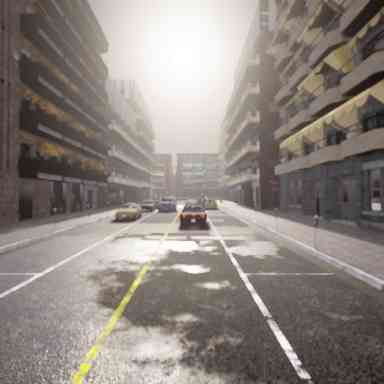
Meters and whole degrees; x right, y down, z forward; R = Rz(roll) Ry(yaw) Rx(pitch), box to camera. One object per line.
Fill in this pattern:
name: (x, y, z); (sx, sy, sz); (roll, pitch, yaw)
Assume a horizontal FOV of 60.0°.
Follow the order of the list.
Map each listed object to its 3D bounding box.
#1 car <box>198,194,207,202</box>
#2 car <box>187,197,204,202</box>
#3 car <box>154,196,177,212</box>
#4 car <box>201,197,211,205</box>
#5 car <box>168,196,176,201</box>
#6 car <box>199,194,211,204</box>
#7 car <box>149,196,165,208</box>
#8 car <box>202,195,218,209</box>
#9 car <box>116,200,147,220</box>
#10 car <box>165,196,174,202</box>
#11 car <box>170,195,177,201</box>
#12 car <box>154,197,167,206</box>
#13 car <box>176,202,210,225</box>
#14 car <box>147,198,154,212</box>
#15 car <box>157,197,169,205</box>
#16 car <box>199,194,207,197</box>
car: (2.576, 1.456, 84.228); (2.192, 1.841, 5.009); (1, 0, 0)
car: (0.091, 1.601, 39.452); (1.994, 1.385, 4.181); (0, 0, 0)
car: (-2.837, 1.387, 39.001); (2.097, 1.767, 4.553); (0, 0, 0)
car: (2.574, 1.660, 61.972); (1.802, 1.307, 4.206); (1, 0, 0)
car: (-5.296, 1.685, 89.594); (1.752, 1.417, 4.829); (1, 0, 0)
car: (2.577, 1.407, 67.538); (2.192, 1.841, 5.009); (1, 0, 0)
car: (-5.304, 1.495, 50.816); (1.967, 1.590, 4.097); (1, 0, 0)
car: (2.575, 1.570, 45.452); (1.752, 1.417, 4.829); (1, 0, 0)
car: (-5.304, 1.549, 28.389); (1.752, 1.417, 4.829); (1, 0, 0)
car: (-5.311, 1.648, 78.466); (1.752, 1.417, 4.829); (1, 0, 0)
car: (-5.287, 1.706, 95.158); (1.752, 1.417, 4.829); (1, 0, 0)
car: (-5.305, 1.591, 56.209); (1.752, 1.417, 4.829); (1, 0, 0)
car: (0.093, 1.620, 24.159); (1.895, 1.301, 4.718); (0, 0, 0)
car: (-5.305, 1.602, 39.686); (1.947, 1.339, 4.313); (1, 0, 0)
car: (-5.305, 1.603, 61.773); (1.752, 1.417, 4.829); (1, 0, 0)
car: (2.576, 1.506, 56.408); (1.967, 1.590, 4.097); (1, 0, 0)
